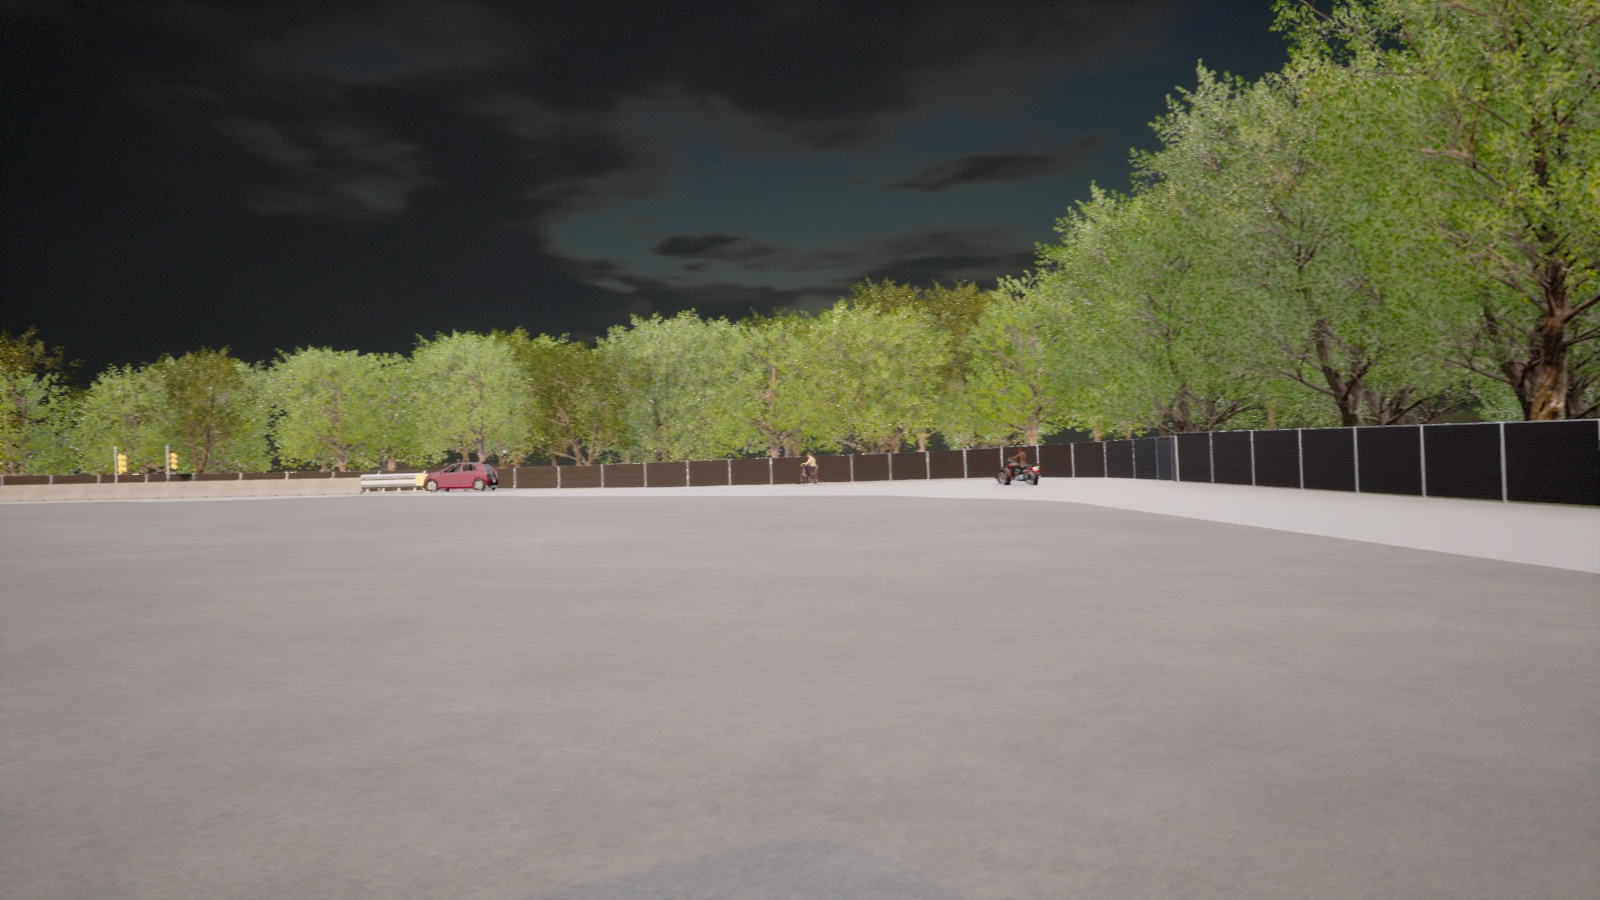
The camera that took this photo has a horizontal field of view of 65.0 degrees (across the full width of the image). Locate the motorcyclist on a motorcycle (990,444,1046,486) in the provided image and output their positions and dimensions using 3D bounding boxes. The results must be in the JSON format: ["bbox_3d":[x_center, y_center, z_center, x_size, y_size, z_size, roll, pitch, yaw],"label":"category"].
[{"bbox_3d":[8.904,0.643,51.395,0.766,1.649,2.350,-3,0,-33],"label":"motorcyclist on a motorcycle"}]

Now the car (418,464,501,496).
[{"bbox_3d":[-17.265,1.500,63.728,3.633,1.501,1.845,-2,-1,8],"label":"car"}]

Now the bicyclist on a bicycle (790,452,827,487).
[{"bbox_3d":[0.424,0.931,60.451,1.509,1.612,0.866,-2,0,38],"label":"bicyclist on a bicycle"}]
